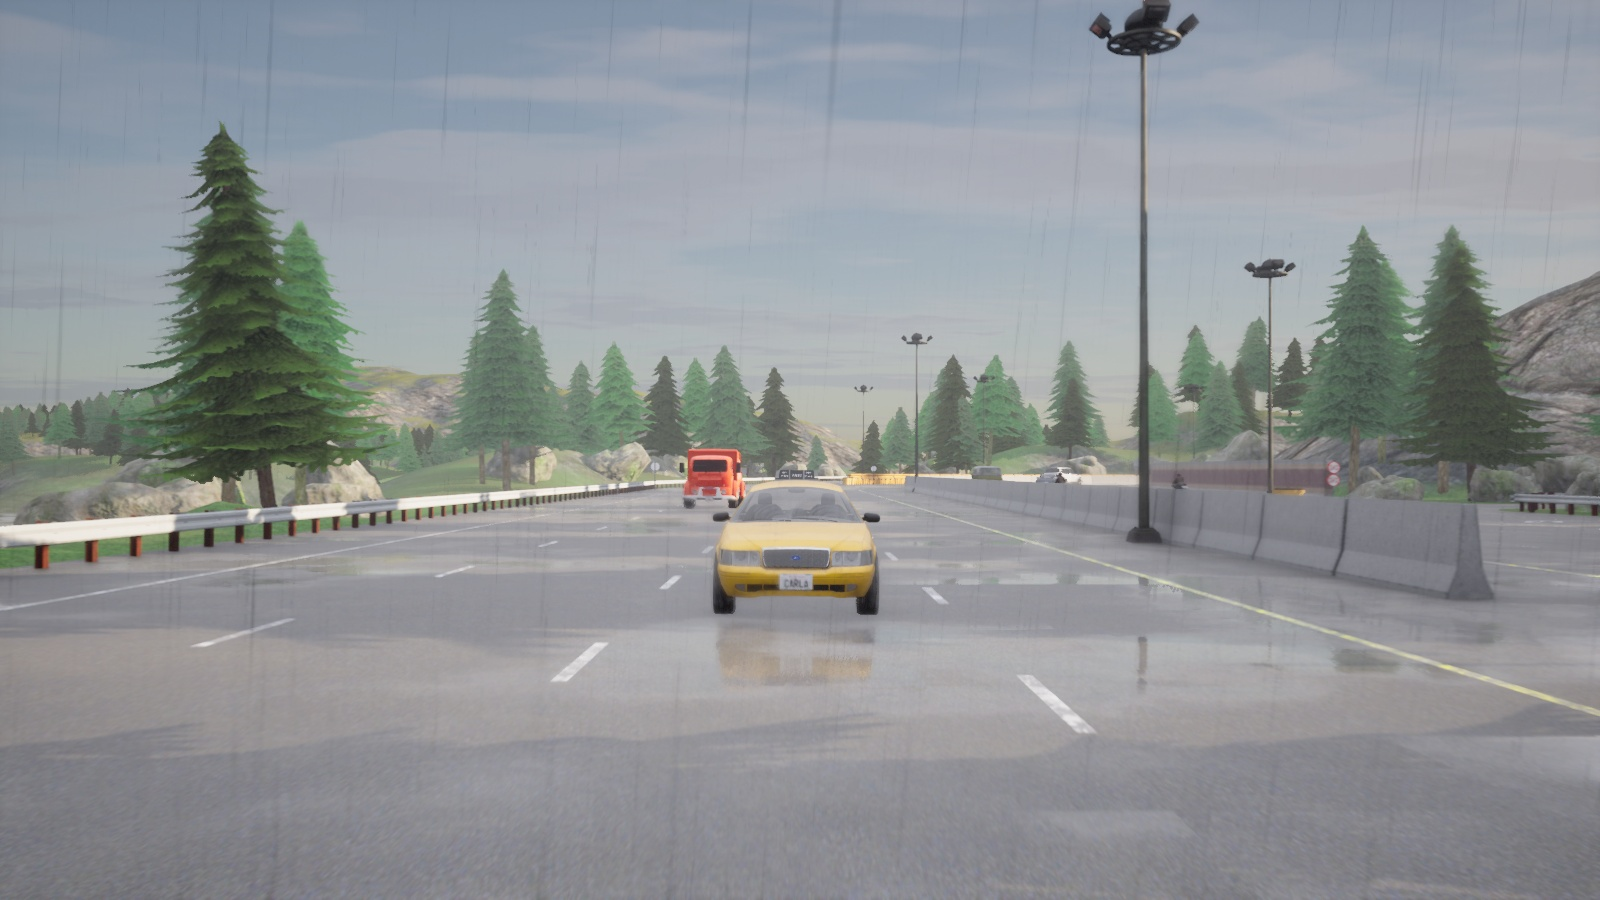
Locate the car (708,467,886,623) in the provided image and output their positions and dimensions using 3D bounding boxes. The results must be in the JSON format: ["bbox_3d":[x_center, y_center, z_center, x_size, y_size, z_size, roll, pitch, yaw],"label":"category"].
[{"bbox_3d":[-0.036,1.013,15.455,1.801,1.575,5.366,0,-1,0],"label":"car"}]

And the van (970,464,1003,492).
[{"bbox_3d":[13.654,2.055,92.182,1.775,1.987,4.442,0,-1,0],"label":"van"}]

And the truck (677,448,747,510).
[{"bbox_3d":[-3.646,1.233,52.955,2.627,2.467,5.204,0,-1,0],"label":"truck"}]
